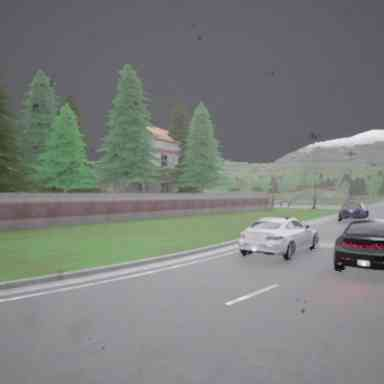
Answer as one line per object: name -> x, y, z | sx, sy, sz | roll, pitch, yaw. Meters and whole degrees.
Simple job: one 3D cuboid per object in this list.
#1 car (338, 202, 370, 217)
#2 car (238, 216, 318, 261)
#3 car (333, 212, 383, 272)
car -> 14.445, 1.649, 29.504 | 2.097, 1.767, 4.553 | -1, -1, 33
car -> 3.447, 1.680, 12.974 | 1.812, 1.442, 4.674 | -1, -1, 36
car -> 5.913, 1.610, 10.568 | 1.837, 1.490, 4.892 | 0, 0, 37
